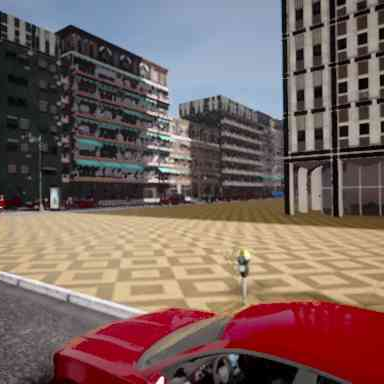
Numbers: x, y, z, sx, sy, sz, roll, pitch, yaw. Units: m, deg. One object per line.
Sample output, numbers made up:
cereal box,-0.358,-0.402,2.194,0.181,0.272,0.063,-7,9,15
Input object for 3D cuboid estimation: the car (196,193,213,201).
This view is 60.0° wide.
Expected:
car,2.906,1.117,75.509,1.967,1.590,4.097,-1,0,36

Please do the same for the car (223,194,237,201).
car,6.451,1.118,66.116,1.887,1.381,4.507,-1,0,36

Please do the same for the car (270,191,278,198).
car,19.420,1.001,84.023,1.802,1.307,4.206,-1,0,36

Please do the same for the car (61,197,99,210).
car,-13.002,1.258,39.255,1.967,1.590,4.097,-1,0,36

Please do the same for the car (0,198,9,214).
car,-19.485,1.486,30.301,1.802,1.307,4.206,-1,0,36

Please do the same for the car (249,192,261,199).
car,12.932,0.810,75.070,2.192,1.841,5.009,-1,0,36

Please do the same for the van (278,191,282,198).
van,22.659,0.723,88.500,1.690,1.788,3.998,-1,0,36

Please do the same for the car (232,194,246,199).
car,12.634,1.128,88.939,1.947,1.339,4.313,-1,0,36

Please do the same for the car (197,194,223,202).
car,3.209,1.164,61.639,2.008,1.369,4.403,-1,0,36

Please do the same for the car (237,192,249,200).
car,9.693,1.116,70.592,1.802,1.307,4.206,-1,0,36

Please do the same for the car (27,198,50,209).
car,-19.787,1.506,44.172,1.887,1.381,4.507,-1,0,36

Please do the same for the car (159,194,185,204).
car,-3.277,1.133,52.685,1.967,1.590,4.097,-1,0,36

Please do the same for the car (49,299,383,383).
car,0.740,1.546,2.462,4.507,1.381,1.887,0,-1,36

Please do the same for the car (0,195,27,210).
car,-23.032,1.319,39.694,2.192,1.841,5.009,-1,0,36

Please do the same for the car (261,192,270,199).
car,16.177,1.008,79.546,2.008,1.369,4.403,-1,0,36

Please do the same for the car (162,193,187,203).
car,-3.238,1.097,62.453,2.097,1.767,4.553,-1,0,36

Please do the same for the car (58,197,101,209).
car,-15.413,1.434,45.805,2.033,1.411,5.357,-1,0,36
